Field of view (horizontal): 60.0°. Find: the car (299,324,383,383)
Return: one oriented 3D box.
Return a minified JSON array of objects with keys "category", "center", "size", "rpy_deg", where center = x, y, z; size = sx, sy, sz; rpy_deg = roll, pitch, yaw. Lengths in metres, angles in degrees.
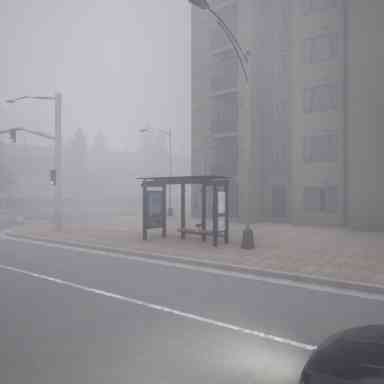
[{"category":"car","center":[3.079,1.501,1.787],"size":[4.892,1.490,1.837],"rpy_deg":[-2,-1,36]}]
